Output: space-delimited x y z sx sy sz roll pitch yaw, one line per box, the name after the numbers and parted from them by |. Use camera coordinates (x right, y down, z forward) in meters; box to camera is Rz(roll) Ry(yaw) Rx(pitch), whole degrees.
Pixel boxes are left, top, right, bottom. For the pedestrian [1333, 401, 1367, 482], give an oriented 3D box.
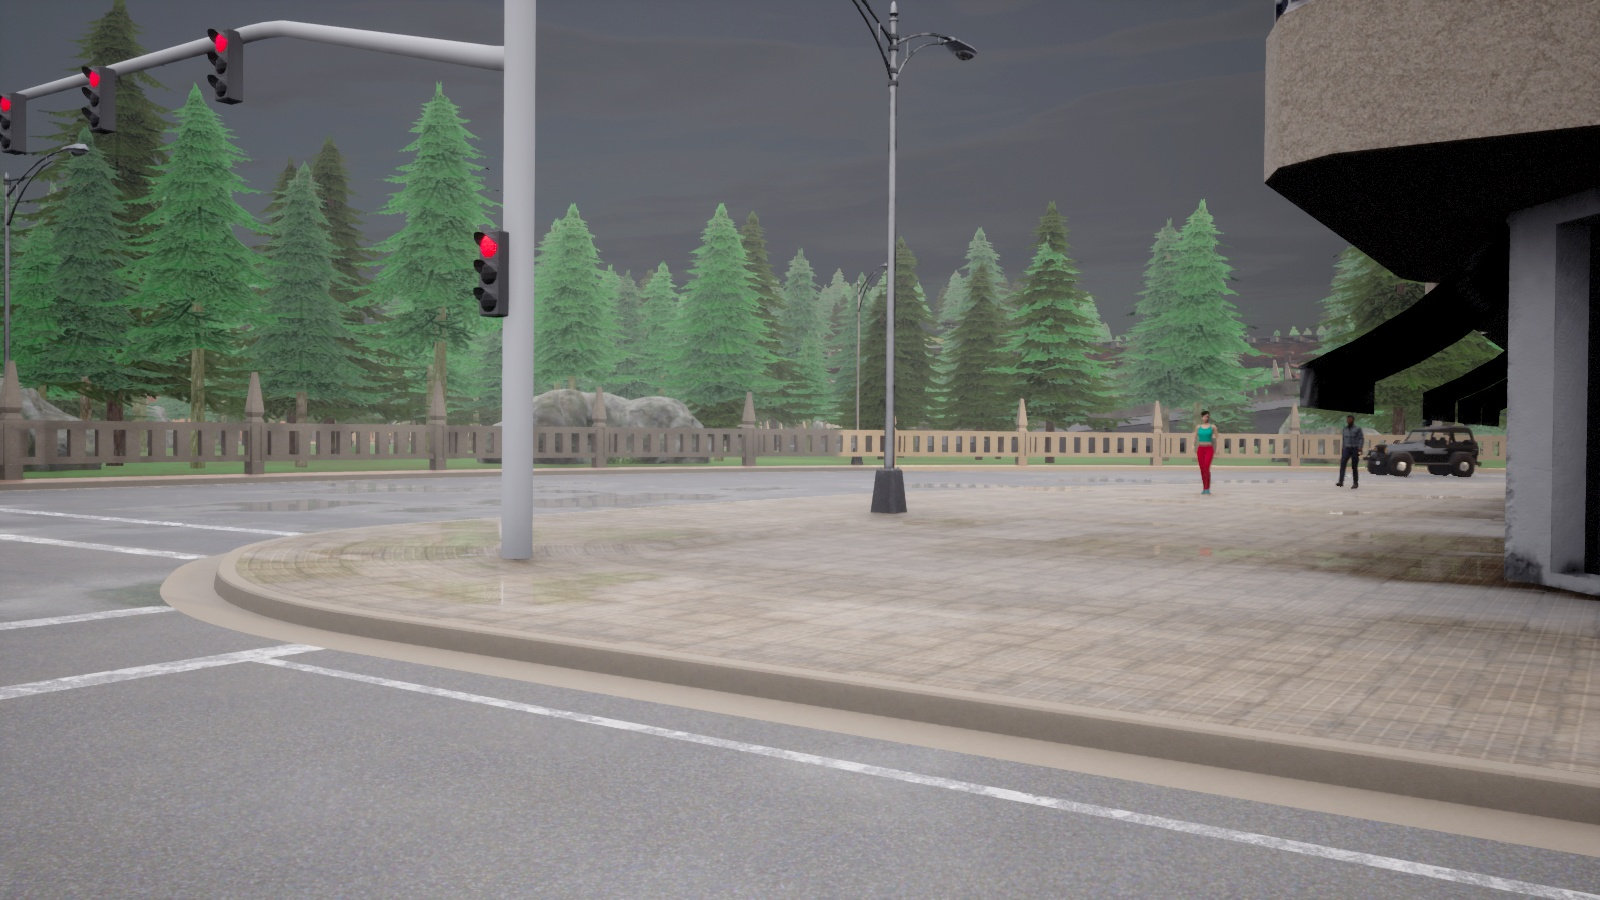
13.477 -0.213 30.777 0.788 1.949 0.423 -1 1 -35 | pedestrian

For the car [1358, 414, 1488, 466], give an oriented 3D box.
23.103 -0.374 46.657 3.866 1.878 1.905 -1 1 -1 | car

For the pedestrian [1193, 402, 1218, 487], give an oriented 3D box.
8.801 -0.122 27.257 0.345 1.836 0.594 0 1 35 | pedestrian
